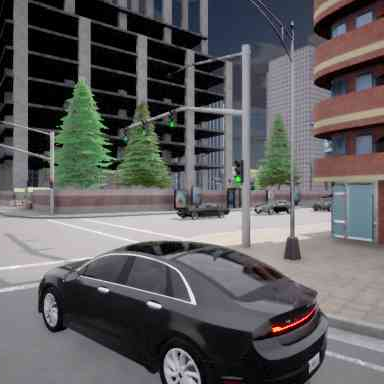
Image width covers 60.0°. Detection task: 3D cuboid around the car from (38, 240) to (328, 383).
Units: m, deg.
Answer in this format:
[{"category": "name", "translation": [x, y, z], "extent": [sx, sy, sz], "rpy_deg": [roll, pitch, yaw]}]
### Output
[{"category": "car", "translation": [-0.562, 1.505, 5.030], "extent": [4.892, 1.490, 1.837], "rpy_deg": [0, 0, 41]}]

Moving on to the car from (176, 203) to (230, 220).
[{"category": "car", "translation": [0.994, 1.656, 29.092], "extent": [4.718, 1.301, 1.895], "rpy_deg": [0, 0, -36]}]

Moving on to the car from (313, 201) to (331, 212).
[{"category": "car", "translation": [16.675, 1.407, 40.274], "extent": [4.553, 1.767, 2.097], "rpy_deg": [0, 0, -35]}]

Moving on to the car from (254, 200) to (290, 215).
[{"category": "car", "translation": [8.582, 1.547, 34.515], "extent": [4.902, 1.511, 2.128], "rpy_deg": [0, 0, -36]}]
